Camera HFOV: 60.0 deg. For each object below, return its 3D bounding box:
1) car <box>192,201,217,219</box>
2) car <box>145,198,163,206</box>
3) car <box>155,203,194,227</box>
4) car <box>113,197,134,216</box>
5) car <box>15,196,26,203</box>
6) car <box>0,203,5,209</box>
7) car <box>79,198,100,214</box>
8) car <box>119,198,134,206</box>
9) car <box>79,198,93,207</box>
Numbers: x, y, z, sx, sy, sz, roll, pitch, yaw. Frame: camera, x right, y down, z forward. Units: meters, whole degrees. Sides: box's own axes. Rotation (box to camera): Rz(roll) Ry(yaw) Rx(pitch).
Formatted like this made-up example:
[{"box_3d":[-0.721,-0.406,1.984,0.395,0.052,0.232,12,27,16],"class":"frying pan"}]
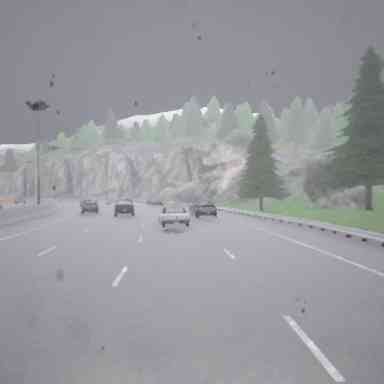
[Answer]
[{"box_3d":[0.908,1.541,30.257,2.128,1.511,4.902,0,0,-11],"class":"car"},{"box_3d":[-6.736,1.751,59.125,2.033,1.411,5.357,-1,0,-24],"class":"car"},{"box_3d":[-1.372,1.665,23.415,1.895,1.301,4.718,-1,0,-10],"class":"car"},{"box_3d":[-7.204,1.639,35.081,1.882,1.535,5.008,0,-1,-14],"class":"car"},{"box_3d":[-38.931,1.847,75.401,2.150,2.045,5.566,-1,0,-32],"class":"car"},{"box_3d":[-22.510,1.863,37.271,1.837,1.490,4.892,-1,0,-15],"class":"car"},{"box_3d":[-11.982,1.721,39.342,2.128,1.511,4.902,-1,0,-15],"class":"car"},{"box_3d":[-12.318,1.784,62.064,1.837,1.490,4.892,0,-1,-23],"class":"car"},{"box_3d":[-19.418,1.870,60.826,1.837,1.490,4.892,0,-1,-24],"class":"car"}]
